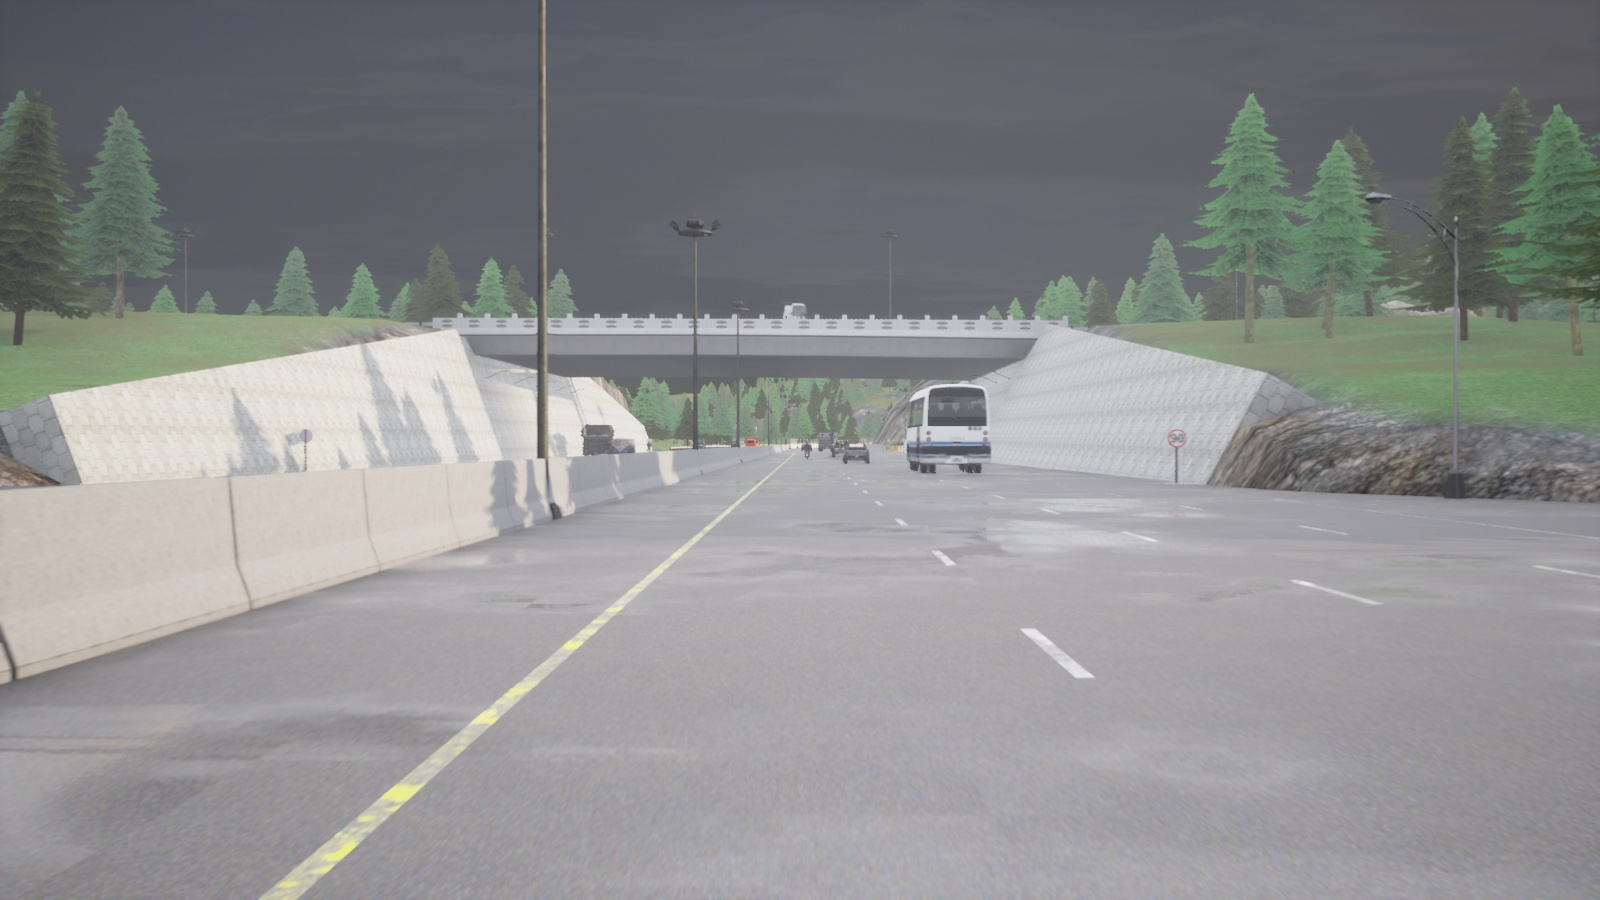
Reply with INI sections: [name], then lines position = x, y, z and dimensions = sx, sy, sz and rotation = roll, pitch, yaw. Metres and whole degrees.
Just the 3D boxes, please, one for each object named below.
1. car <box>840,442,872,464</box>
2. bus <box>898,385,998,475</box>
[car]
position = 4.035, 0.191, 91.353
dimensions = 2.128, 1.511, 4.902
rotation = 0, 0, 0
[bus]
position = 7.383, -0.987, 64.361
dimensions = 3.944, 4.253, 10.273
rotation = 0, 0, 0
